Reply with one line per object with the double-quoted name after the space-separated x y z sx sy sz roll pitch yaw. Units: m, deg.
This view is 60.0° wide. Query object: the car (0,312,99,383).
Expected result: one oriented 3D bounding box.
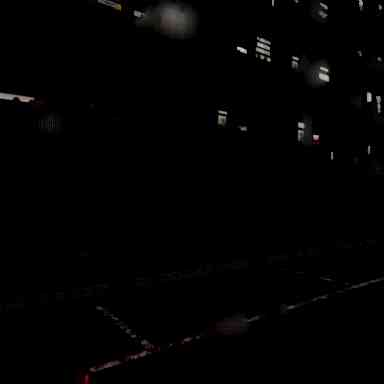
-2.834 1.491 1.354 4.902 1.511 2.128 0 0 -36 "car"
